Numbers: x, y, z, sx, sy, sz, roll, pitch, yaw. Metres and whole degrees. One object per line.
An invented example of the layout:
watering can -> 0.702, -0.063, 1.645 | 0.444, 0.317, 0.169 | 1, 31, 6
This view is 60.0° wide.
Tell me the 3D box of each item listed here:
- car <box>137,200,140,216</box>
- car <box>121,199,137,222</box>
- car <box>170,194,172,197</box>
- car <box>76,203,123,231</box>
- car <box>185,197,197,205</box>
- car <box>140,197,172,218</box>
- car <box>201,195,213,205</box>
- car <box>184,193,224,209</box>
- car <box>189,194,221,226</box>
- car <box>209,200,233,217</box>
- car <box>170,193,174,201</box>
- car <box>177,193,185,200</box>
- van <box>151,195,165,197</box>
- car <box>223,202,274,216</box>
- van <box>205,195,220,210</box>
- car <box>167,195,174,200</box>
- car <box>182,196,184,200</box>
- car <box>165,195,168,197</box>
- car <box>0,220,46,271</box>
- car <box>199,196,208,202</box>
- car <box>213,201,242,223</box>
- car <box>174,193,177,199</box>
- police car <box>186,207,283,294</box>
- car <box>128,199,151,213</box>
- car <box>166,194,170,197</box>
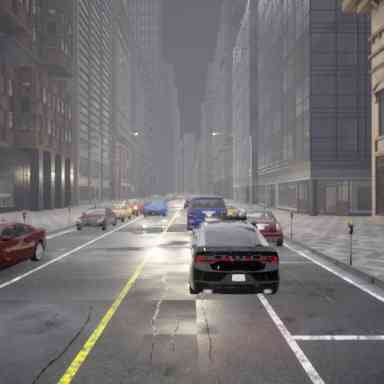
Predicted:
car -> -5.832, 1.444, 31.891 | 1.967, 1.590, 4.097 | 0, 0, 0
car -> -5.819, 1.528, 26.119 | 1.752, 1.417, 4.829 | 0, 0, 0
car -> -5.921, 1.576, 71.103 | 1.947, 1.339, 4.313 | 0, 0, 0
car -> -5.807, 1.584, 20.687 | 1.802, 1.307, 4.206 | 0, 0, 0
car -> -0.133, 1.572, 58.579 | 1.994, 1.385, 4.181 | 0, 0, 0
car -> -3.163, 1.481, 29.865 | 1.882, 1.535, 5.008 | 0, 0, 0
car -> 2.630, 1.448, 59.929 | 1.967, 1.590, 4.097 | 0, 0, 0
car -> 0.778, 1.225, 18.810 | 2.150, 2.045, 5.566 | 0, 0, -1
car -> 0.844, 1.228, 24.819 | 2.150, 2.045, 5.566 | 0, 0, 0
car -> 2.693, 1.548, 31.919 | 1.887, 1.381, 4.507 | 0, 0, 0
car -> -5.934, 1.452, 76.705 | 1.967, 1.590, 4.097 | 0, 0, 0
car -> -3.214, 1.494, 94.513 | 1.882, 1.535, 5.008 | 0, 0, 0
van -> -5.882, 1.348, 54.298 | 1.690, 1.788, 3.998 | 0, 0, 0
car -> 2.732, 1.441, 15.112 | 1.967, 1.590, 4.097 | 0, 0, 0
van -> 2.668, 1.347, 43.122 | 1.690, 1.788, 3.998 | 0, 0, 0
car -> -5.972, 1.598, 93.510 | 1.802, 1.307, 4.206 | 0, 0, 0
car -> -0.080, 1.570, 45.267 | 1.994, 1.385, 4.181 | 0, 0, 0
car -> -5.896, 1.590, 59.899 | 1.802, 1.307, 4.206 | 0, 0, 0
car -> -5.781, 1.545, 9.484 | 1.887, 1.381, 4.507 | 0, 0, 0
car -> 2.591, 1.556, 76.735 | 1.887, 1.381, 4.507 | 0, 0, 0
car -> 2.706, 1.528, 26.486 | 1.752, 1.417, 4.829 | 0, 0, 0
car -> -5.959, 1.329, 87.908 | 2.192, 1.841, 5.009 | 0, 0, 0
police car -> 0.880, 1.426, 8.898 | 1.930, 1.638, 5.238 | 0, 0, 0
car -> -5.845, 1.549, 37.492 | 1.887, 1.381, 4.507 | 0, 0, 0
car -> -5.908, 1.449, 65.502 | 1.967, 1.590, 4.097 | 0, 0, 0
